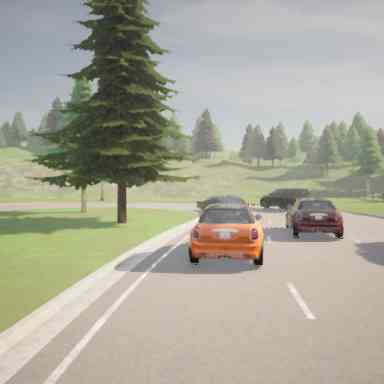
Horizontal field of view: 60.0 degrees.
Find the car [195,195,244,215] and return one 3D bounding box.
[{"bbox_3d":[2.229,1.028,28.995,2.033,1.411,5.357,0,1,-23],"label":"car"}]

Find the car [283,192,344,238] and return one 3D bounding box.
[{"bbox_3d":[5.755,1.064,16.050,2.097,1.767,4.553,0,1,12],"label":"car"}]

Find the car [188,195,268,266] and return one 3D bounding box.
[{"bbox_3d":[1.234,1.152,11.051,2.097,1.767,4.553,0,1,9],"label":"car"}]

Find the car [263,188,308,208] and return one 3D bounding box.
[{"bbox_3d":[8.764,0.661,31.358,2.150,2.045,5.566,0,1,-23],"label":"car"}]

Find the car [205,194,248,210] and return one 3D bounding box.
[{"bbox_3d":[3.385,0.968,33.258,1.994,1.385,4.181,-1,1,-37],"label":"car"}]
